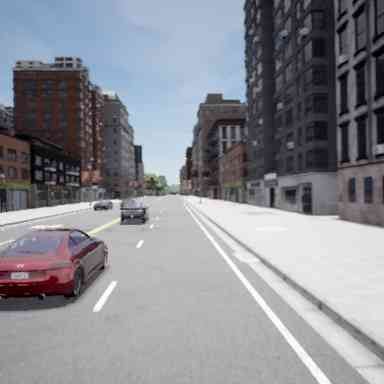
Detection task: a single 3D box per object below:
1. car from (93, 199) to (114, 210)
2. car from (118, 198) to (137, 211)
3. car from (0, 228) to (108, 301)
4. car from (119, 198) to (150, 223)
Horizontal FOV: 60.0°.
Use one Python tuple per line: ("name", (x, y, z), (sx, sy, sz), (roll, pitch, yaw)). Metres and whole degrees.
("car", (-12.052, 1.721, 45.668), (2.033, 1.411, 5.357), (-1, 0, -3))
("car", (-8.808, 1.674, 45.865), (1.837, 1.490, 4.892), (-1, 0, -3))
("car", (-3.499, 1.624, 8.583), (1.994, 1.385, 4.181), (-1, 0, -3))
("car", (-4.423, 1.551, 26.220), (2.128, 1.511, 4.902), (-1, 0, -3))
